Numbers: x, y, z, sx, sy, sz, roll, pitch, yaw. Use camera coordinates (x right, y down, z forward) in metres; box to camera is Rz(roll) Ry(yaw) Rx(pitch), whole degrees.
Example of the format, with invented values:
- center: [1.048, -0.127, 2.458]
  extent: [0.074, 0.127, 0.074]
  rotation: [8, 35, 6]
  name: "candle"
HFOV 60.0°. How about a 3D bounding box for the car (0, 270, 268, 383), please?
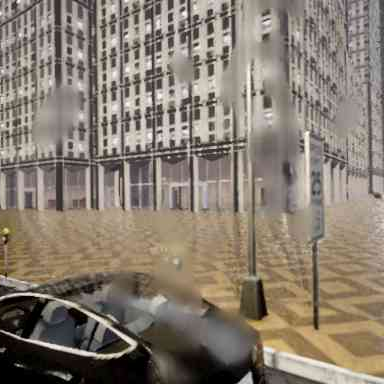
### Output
- center: [-1.298, 1.610, 3.802]
  extent: [4.313, 1.339, 1.947]
  rotation: [-1, -1, 36]
  name: "car"
